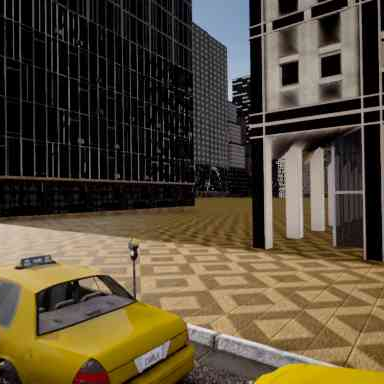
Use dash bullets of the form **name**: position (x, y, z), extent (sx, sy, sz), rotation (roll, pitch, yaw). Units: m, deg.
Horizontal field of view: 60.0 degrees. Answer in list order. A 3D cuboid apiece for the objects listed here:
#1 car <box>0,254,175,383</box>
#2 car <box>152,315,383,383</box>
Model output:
- **car**: position (-2.252, 1.528, 4.485), extent (4.829, 1.417, 1.752), rotation (0, -1, 35)
- **car**: position (2.251, 1.525, 1.288), extent (4.829, 1.417, 1.752), rotation (0, -1, 35)
